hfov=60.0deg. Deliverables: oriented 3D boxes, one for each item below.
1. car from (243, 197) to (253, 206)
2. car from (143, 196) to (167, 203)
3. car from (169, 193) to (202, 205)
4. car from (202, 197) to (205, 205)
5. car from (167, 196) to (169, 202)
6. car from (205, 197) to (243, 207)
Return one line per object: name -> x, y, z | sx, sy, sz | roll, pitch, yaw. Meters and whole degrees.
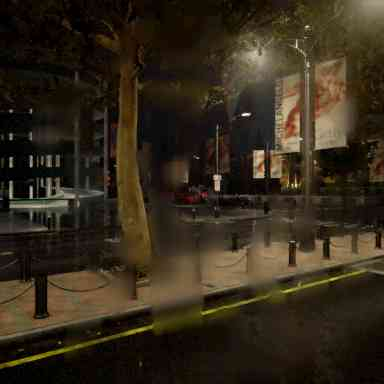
car -> 7.500, 1.490, 52.763 | 2.128, 1.511, 4.902 | 0, 0, -35
car -> -7.826, 1.476, 66.762 | 5.008, 1.535, 1.882 | 0, 0, 42
car -> -1.166, 1.220, 58.921 | 2.150, 2.045, 5.566 | 0, 0, -36
car -> 1.854, 1.546, 60.713 | 2.033, 1.411, 5.357 | 0, 0, -36
car -> -4.461, 1.524, 68.535 | 1.812, 1.442, 4.674 | 0, 0, -44
car -> 4.743, 1.546, 50.619 | 2.033, 1.411, 5.357 | 0, 0, -35
